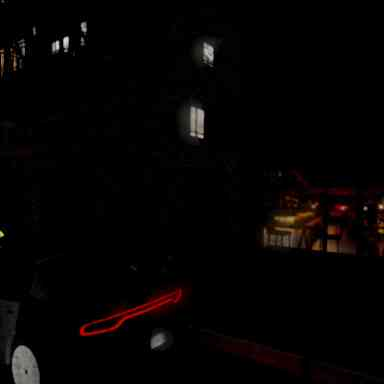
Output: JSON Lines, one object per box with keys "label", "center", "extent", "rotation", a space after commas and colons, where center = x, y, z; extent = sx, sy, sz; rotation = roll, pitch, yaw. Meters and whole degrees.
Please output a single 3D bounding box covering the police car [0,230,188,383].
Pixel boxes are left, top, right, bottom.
{"label": "police car", "center": [-2.486, 1.453, 5.195], "extent": [5.238, 1.638, 1.930], "rotation": [0, 0, 36]}
